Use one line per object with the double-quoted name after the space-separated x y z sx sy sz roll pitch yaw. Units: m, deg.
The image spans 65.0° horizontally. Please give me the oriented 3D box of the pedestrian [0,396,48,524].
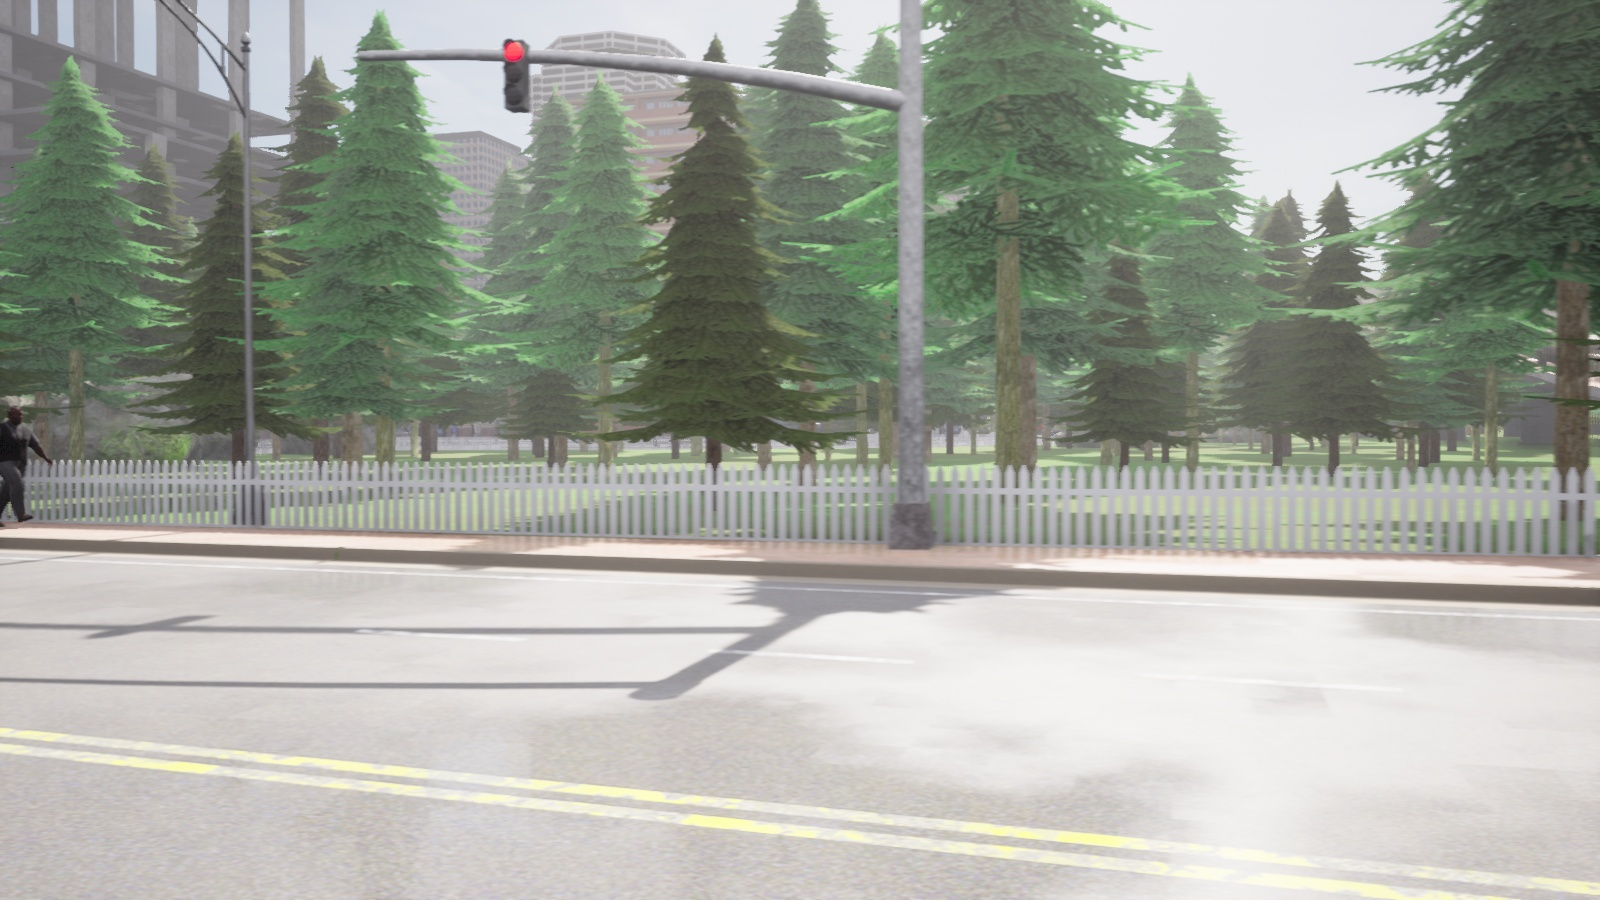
-11.836 0.139 18.811 0.849 1.883 0.563 1 1 19 "pedestrian"
